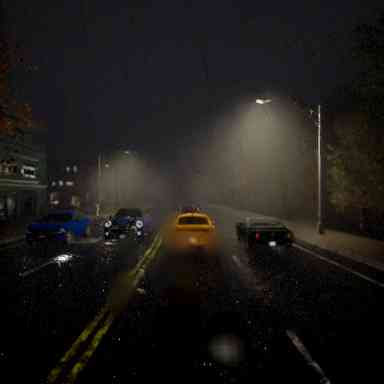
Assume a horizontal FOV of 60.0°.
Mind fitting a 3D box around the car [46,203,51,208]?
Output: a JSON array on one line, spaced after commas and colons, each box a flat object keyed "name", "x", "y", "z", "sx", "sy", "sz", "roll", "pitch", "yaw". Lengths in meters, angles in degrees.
[{"name": "car", "x": -29.170, "y": 2.817, "z": 64.290, "sx": 4.403, "sy": 1.369, "sz": 2.008, "roll": -1, "pitch": 0, "yaw": -1}]

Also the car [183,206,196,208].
[{"name": "car", "x": -0.255, "y": 2.073, "z": 32.671, "sx": 1.994, "sy": 1.385, "sz": 4.181, "roll": 0, "pitch": -1, "yaw": -1}]

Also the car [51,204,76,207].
[{"name": "car", "x": -20.698, "y": 2.689, "z": 55.918, "sx": 4.313, "sy": 1.339, "sz": 1.947, "roll": -1, "pitch": 0, "yaw": -1}]

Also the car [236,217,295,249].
[{"name": "car", "x": 3.261, "y": 1.847, "z": 15.803, "sx": 1.895, "sy": 1.301, "sz": 4.718, "roll": 0, "pitch": -1, "yaw": -1}]

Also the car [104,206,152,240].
[{"name": "car", "x": -3.476, "y": 1.644, "z": 18.724, "sx": 2.097, "sy": 1.767, "sz": 4.553, "roll": 0, "pitch": -1, "yaw": -1}]

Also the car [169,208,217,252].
[{"name": "car", "x": 0.018, "y": 1.712, "z": 15.012, "sx": 1.882, "sy": 1.535, "sz": 5.008, "roll": 0, "pitch": -1, "yaw": -1}]

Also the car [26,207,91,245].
[{"name": "car", "x": -6.703, "y": 1.747, "z": 17.238, "sx": 1.882, "sy": 1.535, "sz": 5.008, "roll": 0, "pitch": -1, "yaw": -1}]
